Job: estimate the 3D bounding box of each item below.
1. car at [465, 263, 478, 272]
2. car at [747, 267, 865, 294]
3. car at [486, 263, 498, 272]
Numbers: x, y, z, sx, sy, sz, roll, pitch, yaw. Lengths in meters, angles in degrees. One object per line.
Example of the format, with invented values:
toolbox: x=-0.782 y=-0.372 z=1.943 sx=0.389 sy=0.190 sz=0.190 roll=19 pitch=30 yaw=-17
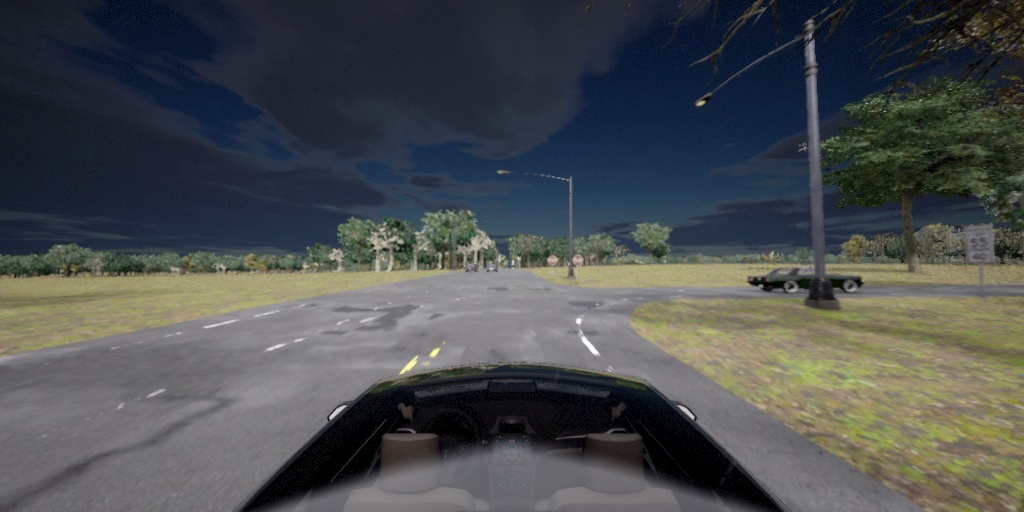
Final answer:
car: x=-6.904 y=2.040 z=61.623 sx=1.837 sy=1.490 sz=4.892 roll=0 pitch=-1 yaw=0
car: x=14.913 y=1.215 z=18.325 sx=4.718 sy=1.301 sz=1.895 roll=0 pitch=-2 yaw=0
car: x=-3.406 y=2.031 z=61.694 sx=2.128 sy=1.511 sz=4.902 roll=0 pitch=-1 yaw=0
